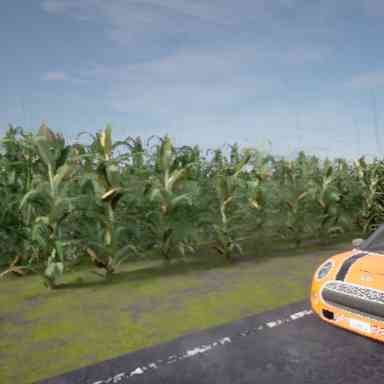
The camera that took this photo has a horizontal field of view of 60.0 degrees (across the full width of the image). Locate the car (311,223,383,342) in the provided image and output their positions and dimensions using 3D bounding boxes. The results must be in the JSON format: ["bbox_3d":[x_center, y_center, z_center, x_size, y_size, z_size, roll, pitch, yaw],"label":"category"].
[{"bbox_3d":[4.245,1.326,6.100,4.553,1.767,2.097,0,0,-35],"label":"car"}]
